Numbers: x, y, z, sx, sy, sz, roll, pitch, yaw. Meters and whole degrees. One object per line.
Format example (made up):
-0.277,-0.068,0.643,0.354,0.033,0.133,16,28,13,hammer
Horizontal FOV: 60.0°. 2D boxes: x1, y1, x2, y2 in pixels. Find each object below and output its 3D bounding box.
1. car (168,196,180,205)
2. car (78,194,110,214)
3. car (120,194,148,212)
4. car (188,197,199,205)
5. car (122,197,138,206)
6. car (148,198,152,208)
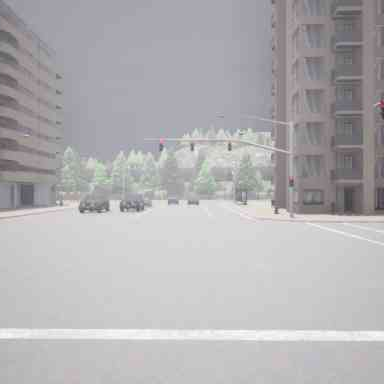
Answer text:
-3.363,1.525,60.018,1.812,1.442,4.674,0,0,0,car
-10.514,1.215,36.245,2.150,2.045,5.566,0,1,0,car
-7.005,1.221,39.457,2.150,2.045,5.566,0,0,0,car
0.233,1.563,58.360,1.994,1.385,4.181,0,0,0,car
-10.413,1.525,56.264,1.812,1.442,4.674,0,0,1,car
-6.969,1.525,49.004,1.812,1.442,4.674,0,0,0,car
